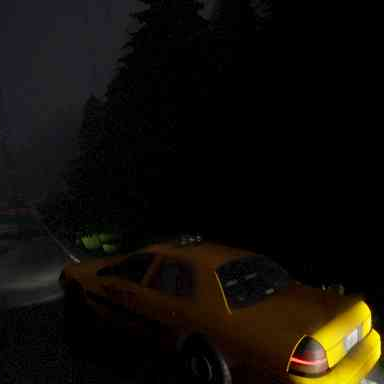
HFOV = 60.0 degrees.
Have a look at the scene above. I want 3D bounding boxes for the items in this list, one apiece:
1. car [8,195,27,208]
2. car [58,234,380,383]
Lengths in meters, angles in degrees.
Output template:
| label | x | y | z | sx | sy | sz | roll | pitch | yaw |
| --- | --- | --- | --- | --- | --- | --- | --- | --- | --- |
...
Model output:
| label | x | y | z | sx | sy | sz | roll | pitch | yaw |
| --- | --- | --- | --- | --- | --- | --- | --- | --- | --- |
| car | -21.006 | 1.054 | 40.143 | 2.128 | 1.511 | 4.902 | -2 | 2 | -26 |
| car | -0.237 | 1.417 | 5.102 | 5.366 | 1.575 | 1.801 | 1 | 1 | 45 |
